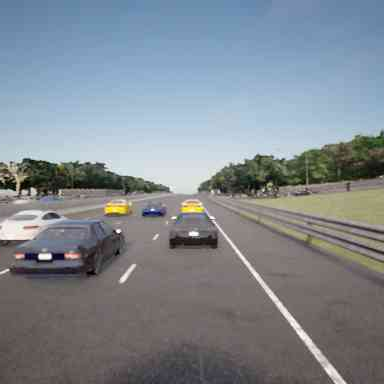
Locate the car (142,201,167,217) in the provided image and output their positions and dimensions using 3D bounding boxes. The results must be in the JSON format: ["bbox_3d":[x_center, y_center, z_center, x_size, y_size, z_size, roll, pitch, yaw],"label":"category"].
[{"bbox_3d":[-3.481,1.545,31.294,1.994,1.385,4.181,0,0,0],"label":"car"}]

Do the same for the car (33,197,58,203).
[{"bbox_3d":[-21.204,1.444,49.484,1.882,1.535,5.008,0,0,0],"label":"car"}]

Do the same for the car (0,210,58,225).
[{"bbox_3d":[-6.938,1.523,15.081,1.812,1.442,4.674,0,0,0],"label":"car"}]

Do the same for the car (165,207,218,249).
[{"bbox_3d":[0.063,1.558,14.637,1.994,1.385,4.181,0,0,0],"label":"car"}]

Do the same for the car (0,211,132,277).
[{"bbox_3d":[-3.424,1.546,10.237,2.033,1.411,5.357,0,0,0],"label":"car"}]

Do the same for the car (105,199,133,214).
[{"bbox_3d":[-6.985,1.460,32.269,1.882,1.535,5.008,0,0,0],"label":"car"}]

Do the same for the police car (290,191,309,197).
[{"bbox_3d":[21.544,0.453,67.128,1.930,1.638,5.238,0,-3,-15],"label":"police car"}]

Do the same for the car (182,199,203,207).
[{"bbox_3d":[0.016,1.456,32.112,1.882,1.535,5.008,0,0,0],"label":"car"}]

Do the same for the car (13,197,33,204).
[{"bbox_3d":[-24.699,1.495,49.499,1.812,1.442,4.674,0,0,0],"label":"car"}]

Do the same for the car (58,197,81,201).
[{"bbox_3d":[-17.706,1.470,49.522,1.837,1.490,4.892,0,0,0],"label":"car"}]
